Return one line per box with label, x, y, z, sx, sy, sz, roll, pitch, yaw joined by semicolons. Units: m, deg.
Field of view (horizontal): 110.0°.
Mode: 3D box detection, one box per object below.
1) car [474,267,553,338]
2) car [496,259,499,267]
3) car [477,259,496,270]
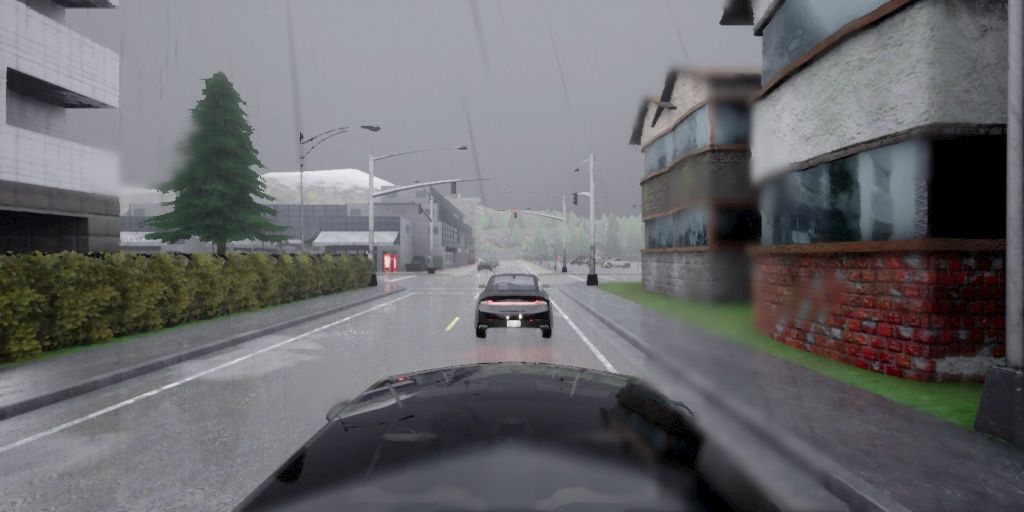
car;0.059;1.239;10.129;2.128;1.511;4.902;0;0;0
car;-3.558;1.296;58.243;1.994;1.385;4.181;0;0;0
car;-3.573;1.336;48.217;1.895;1.301;4.718;0;0;0
